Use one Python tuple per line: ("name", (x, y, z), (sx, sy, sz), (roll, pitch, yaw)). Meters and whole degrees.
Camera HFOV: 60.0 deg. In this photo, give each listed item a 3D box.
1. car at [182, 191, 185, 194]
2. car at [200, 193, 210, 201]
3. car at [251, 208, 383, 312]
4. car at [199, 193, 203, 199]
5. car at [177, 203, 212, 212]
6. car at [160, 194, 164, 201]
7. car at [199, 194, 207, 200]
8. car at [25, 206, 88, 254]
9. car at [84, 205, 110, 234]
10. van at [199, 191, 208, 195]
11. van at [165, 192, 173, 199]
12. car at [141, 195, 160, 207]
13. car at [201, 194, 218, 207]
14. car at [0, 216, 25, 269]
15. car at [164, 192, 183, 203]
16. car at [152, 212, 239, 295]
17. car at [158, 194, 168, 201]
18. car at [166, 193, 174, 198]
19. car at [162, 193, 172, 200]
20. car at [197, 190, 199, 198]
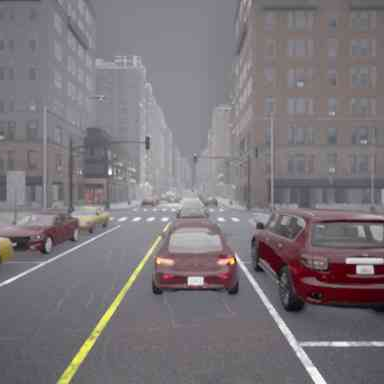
("car", (-3.073, 1.097, 71.509), (2.033, 1.411, 5.357), (0, 0, 0))
("car", (2.622, 1.260, 51.466), (1.802, 1.307, 4.206), (1, 0, 0))
("car", (2.671, 1.267, 7.523), (2.192, 1.841, 5.009), (1, 0, 0))
("car", (2.616, 1.225, 57.139), (1.802, 1.307, 4.206), (1, 0, 0))
("car", (0.045, 1.489, 17.656), (1.895, 1.301, 4.718), (0, 0, 0))
("car", (-5.903, 1.222, 51.465), (1.887, 1.381, 4.507), (1, 0, 0))
("car", (2.592, 1.090, 79.832), (1.802, 1.307, 4.206), (1, 0, 0))
("car", (-5.863, 1.461, 13.149), (1.887, 1.381, 4.507), (1, 0, 0))
("car", (-5.869, 1.408, 18.603), (1.752, 1.417, 4.829), (1, 0, 0))
("van", (2.613, 0.950, 62.811), (1.690, 1.788, 3.998), (1, 0, 0))
("van", (-5.937, 0.815, 85.500), (1.690, 1.788, 3.998), (1, 0, 0))
("car", (-5.898, 1.257, 45.792), (1.887, 1.381, 4.507), (1, 0, 0))
("car", (2.628, 1.295, 45.792), (1.802, 1.307, 4.206), (1, 0, 0))
("car", (-5.857, 1.478, 7.354), (1.752, 1.417, 4.829), (1, 0, 0))
("car", (-3.126, 1.143, 56.044), (2.128, 1.511, 4.902), (0, 0, 0))
("car", (0.077, 1.472, 8.477), (1.812, 1.442, 4.674), (0, 0, 0))
("car", (-5.921, 1.157, 68.484), (1.802, 1.307, 4.206), (1, 0, 0))
("car", (-5.945, 1.023, 91.174), (1.802, 1.307, 4.206), (1, 0, 0))
("car", (-5.932, 0.948, 79.828), (1.967, 1.590, 4.097), (1, 0, 0))
("car", (2.607, 0.890, 68.484), (2.192, 1.841, 5.009), (1, 0, 0))
